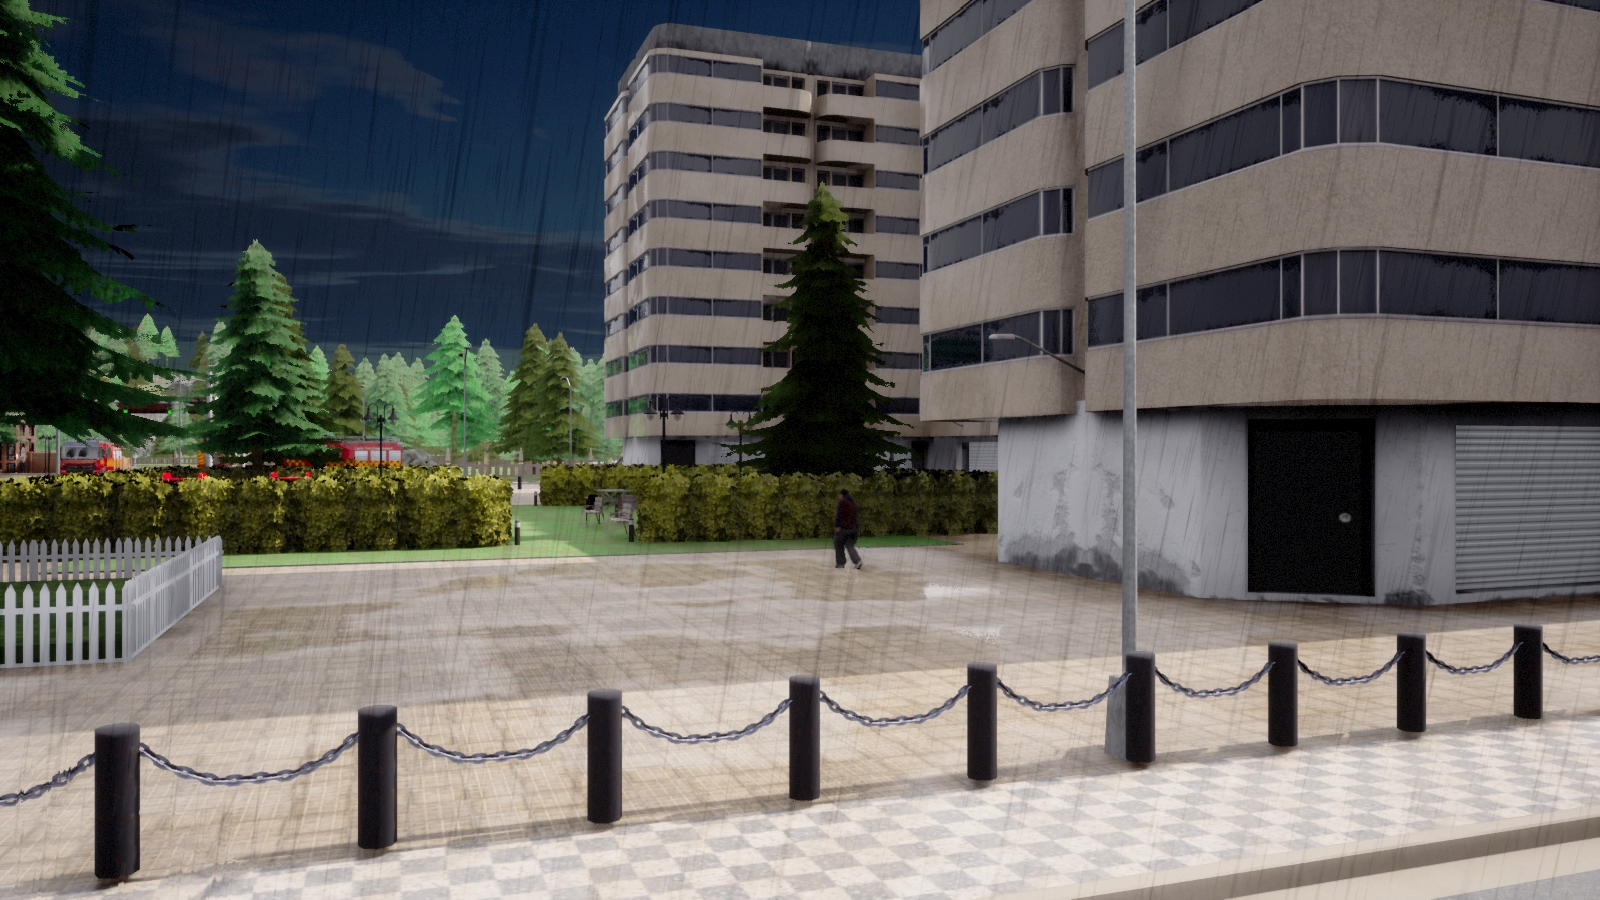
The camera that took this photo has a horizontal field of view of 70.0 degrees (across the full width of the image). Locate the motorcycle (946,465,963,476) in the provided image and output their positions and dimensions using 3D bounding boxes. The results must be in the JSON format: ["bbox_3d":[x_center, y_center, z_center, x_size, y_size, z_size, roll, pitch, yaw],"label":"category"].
[{"bbox_3d":[16.084,2.131,119.009,0.803,1.199,2.033,0,0,-20],"label":"motorcycle"}]

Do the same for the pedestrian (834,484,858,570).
[{"bbox_3d":[1.003,1.675,24.964,0.375,1.860,0.375,0,0,-43],"label":"pedestrian"}]
